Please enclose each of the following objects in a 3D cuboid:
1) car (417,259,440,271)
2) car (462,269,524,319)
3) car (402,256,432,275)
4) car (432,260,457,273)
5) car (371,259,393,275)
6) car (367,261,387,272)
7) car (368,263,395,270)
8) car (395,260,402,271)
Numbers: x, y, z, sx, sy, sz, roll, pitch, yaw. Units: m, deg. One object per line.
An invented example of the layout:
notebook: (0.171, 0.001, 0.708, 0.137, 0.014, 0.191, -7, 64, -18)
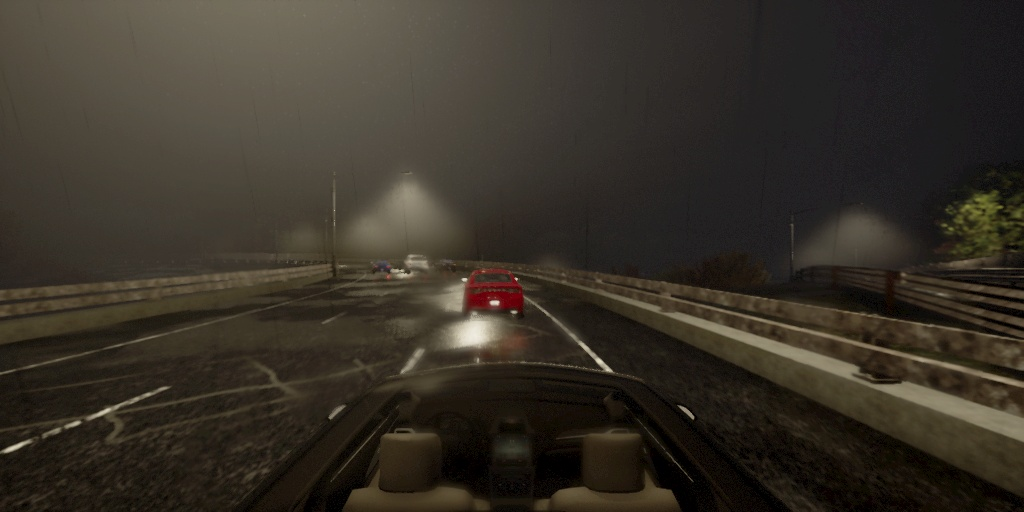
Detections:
car: (-12.203, 1.229, 52.231, 1.882, 1.535, 5.008, 0, 0, -29)
car: (-0.755, 1.217, 12.856, 1.882, 1.535, 5.008, 0, 0, -6)
car: (-10.874, 0.981, 40.634, 2.150, 2.045, 5.566, 0, 0, -21)
car: (-7.975, 1.231, 42.763, 2.128, 1.511, 4.902, 0, 0, -24)
car: (-14.666, 1.307, 40.434, 1.812, 1.442, 4.674, 0, 0, -21)
car: (-18.631, 1.393, 49.407, 1.895, 1.301, 4.718, 0, 0, -29)
car: (-16.400, 1.137, 44.812, 2.097, 1.767, 4.553, 0, 0, -26)
car: (-15.392, 1.278, 50.773, 1.837, 1.490, 4.892, 0, 0, -29)
